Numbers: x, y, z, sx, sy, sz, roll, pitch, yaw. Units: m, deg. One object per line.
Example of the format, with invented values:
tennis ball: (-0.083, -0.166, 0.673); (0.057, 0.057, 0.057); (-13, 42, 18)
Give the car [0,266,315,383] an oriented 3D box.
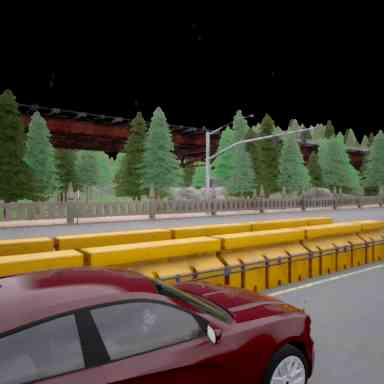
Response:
car: (-0.904, 1.478, 3.101); (5.008, 1.535, 1.882); (0, 0, -35)
